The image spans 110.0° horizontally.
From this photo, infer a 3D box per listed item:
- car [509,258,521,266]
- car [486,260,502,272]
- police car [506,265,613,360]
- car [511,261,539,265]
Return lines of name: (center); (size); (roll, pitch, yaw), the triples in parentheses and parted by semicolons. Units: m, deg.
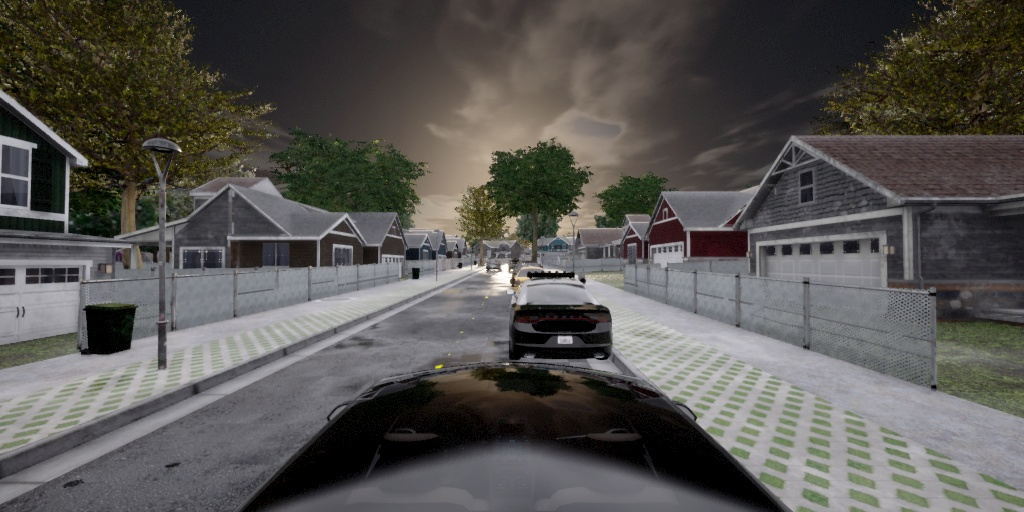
car: (1.038, 1.097, 24.339); (2.097, 1.767, 4.553); (0, 0, 1)
car: (-2.336, 1.229, 46.952); (2.128, 1.511, 4.902); (0, 0, 0)
police car: (0.896, 1.176, 8.477); (1.930, 1.638, 5.238); (0, 0, 1)
car: (0.987, 1.204, 18.559); (1.801, 1.575, 5.366); (0, 0, 1)
